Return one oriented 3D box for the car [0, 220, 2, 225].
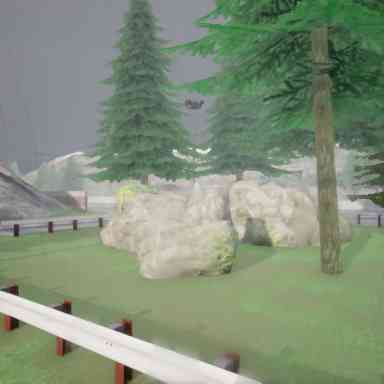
[{"bbox_3d":[-11.582,1.360,15.064,5.357,1.411,2.033,0,0,1],"label":"car"}]
